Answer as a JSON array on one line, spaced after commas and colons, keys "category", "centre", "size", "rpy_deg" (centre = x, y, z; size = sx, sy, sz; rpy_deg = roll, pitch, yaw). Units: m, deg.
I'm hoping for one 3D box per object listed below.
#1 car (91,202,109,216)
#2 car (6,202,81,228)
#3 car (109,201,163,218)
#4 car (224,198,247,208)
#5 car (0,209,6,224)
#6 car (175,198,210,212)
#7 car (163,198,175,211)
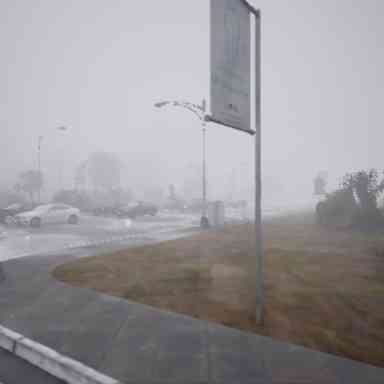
[{"category": "car", "centre": [-7.732, 1.641, 33.065], "size": [1.895, 1.301, 4.718], "rpy_deg": [0, 0, 32]}, {"category": "car", "centre": [-9.897, 1.560, 23.065], "size": [1.812, 1.442, 4.674], "rpy_deg": [0, 0, 32]}, {"category": "car", "centre": [-5.045, 1.561, 30.758], "size": [1.812, 1.442, 4.674], "rpy_deg": [0, 0, 32]}, {"category": "car", "centre": [6.452, 1.562, 48.857], "size": [1.812, 1.442, 4.674], "rpy_deg": [0, 0, 33]}, {"category": "car", "centre": [-12.714, 1.517, 25.163], "size": [1.882, 1.535, 5.008], "rpy_deg": [0, 0, 32]}, {"category": "car", "centre": [0.499, 1.527, 39.531], "size": [2.128, 1.511, 4.902], "rpy_deg": [0, 0, 32]}, {"category": "car", "centre": [-2.285, 1.533, 41.669], "size": [2.128, 1.511, 4.902], "rpy_deg": [0, 0, 33]}]
